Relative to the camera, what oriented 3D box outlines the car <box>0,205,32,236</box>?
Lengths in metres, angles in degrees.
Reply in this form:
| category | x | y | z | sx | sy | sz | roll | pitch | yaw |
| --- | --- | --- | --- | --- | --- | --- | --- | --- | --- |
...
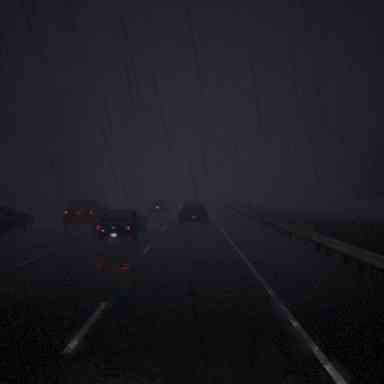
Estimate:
| category | x | y | z | sx | sy | sz | roll | pitch | yaw |
| --- | --- | --- | --- | --- | --- | --- | --- | --- | --- |
| car | -10.389 | 1.465 | 17.738 | 1.837 | 1.490 | 4.892 | 0 | 0 | 0 |

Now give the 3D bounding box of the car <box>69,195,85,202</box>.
| category | x | y | z | sx | sy | sz | roll | pitch | yaw |
| --- | --- | --- | --- | --- | --- | --- | --- | --- | --- |
| car | -24.529 | 1.364 | 71.046 | 1.812 | 1.442 | 4.674 | 0 | 0 | -2 |

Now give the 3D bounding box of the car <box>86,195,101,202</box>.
| category | x | y | z | sx | sy | sz | roll | pitch | yaw |
| --- | --- | --- | --- | --- | --- | --- | --- | --- | --- |
| car | -21.041 | 1.339 | 71.404 | 1.837 | 1.490 | 4.892 | 0 | 0 | -2 |

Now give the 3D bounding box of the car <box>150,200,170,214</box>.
| category | x | y | z | sx | sy | sz | roll | pitch | yaw |
| --- | --- | --- | --- | --- | --- | --- | --- | --- | --- |
| car | -3.380 | 1.485 | 34.595 | 1.994 | 1.385 | 4.181 | 0 | 0 | 0 |

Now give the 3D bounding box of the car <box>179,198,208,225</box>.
| category | x | y | z | sx | sy | sz | roll | pitch | yaw |
| --- | --- | --- | --- | --- | --- | --- | --- | --- | --- |
| car | 0.114 | 1.424 | 23.386 | 1.882 | 1.535 | 5.008 | 0 | 0 | 0 |

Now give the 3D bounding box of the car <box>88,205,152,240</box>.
| category | x | y | z | sx | sy | sz | roll | pitch | yaw |
| --- | --- | --- | --- | --- | --- | --- | --- | --- | --- |
| car | -3.390 | 1.563 | 16.646 | 1.895 | 1.301 | 4.718 | 0 | 0 | 0 |

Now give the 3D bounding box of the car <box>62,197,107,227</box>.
| category | x | y | z | sx | sy | sz | roll | pitch | yaw |
| --- | --- | --- | --- | --- | --- | --- | --- | --- | --- |
| car | -6.887 | 1.302 | 22.249 | 2.097 | 1.767 | 4.553 | 0 | 0 | 0 |

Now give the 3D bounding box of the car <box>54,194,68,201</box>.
| category | x | y | z | sx | sy | sz | roll | pitch | yaw |
| --- | --- | --- | --- | --- | --- | --- | --- | --- | --- |
| car | -32.140 | 1.340 | 81.670 | 1.812 | 1.442 | 4.674 | 0 | 0 | -4 |
